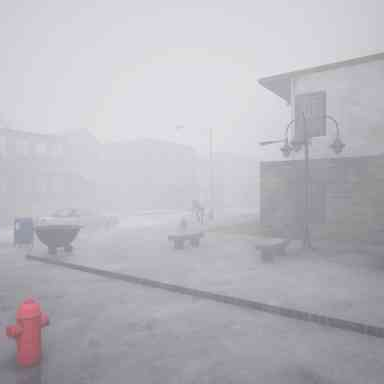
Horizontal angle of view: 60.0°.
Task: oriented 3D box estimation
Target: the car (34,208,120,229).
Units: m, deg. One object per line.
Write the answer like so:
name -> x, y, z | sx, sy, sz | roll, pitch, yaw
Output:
car -> -6.496, 1.601, 19.350 | 1.895, 1.301, 4.718 | 0, 0, 35

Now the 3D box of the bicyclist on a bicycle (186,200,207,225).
bicyclist on a bicycle -> 0.285, 1.340, 21.633 | 1.656, 1.620, 0.582 | 0, 0, 35
